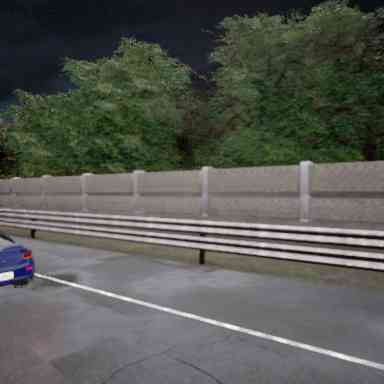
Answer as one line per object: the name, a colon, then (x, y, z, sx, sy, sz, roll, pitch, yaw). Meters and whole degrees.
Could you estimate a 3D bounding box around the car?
car: (-5.626, 1.541, 8.070, 4.674, 1.442, 1.812, 0, 0, 36)
